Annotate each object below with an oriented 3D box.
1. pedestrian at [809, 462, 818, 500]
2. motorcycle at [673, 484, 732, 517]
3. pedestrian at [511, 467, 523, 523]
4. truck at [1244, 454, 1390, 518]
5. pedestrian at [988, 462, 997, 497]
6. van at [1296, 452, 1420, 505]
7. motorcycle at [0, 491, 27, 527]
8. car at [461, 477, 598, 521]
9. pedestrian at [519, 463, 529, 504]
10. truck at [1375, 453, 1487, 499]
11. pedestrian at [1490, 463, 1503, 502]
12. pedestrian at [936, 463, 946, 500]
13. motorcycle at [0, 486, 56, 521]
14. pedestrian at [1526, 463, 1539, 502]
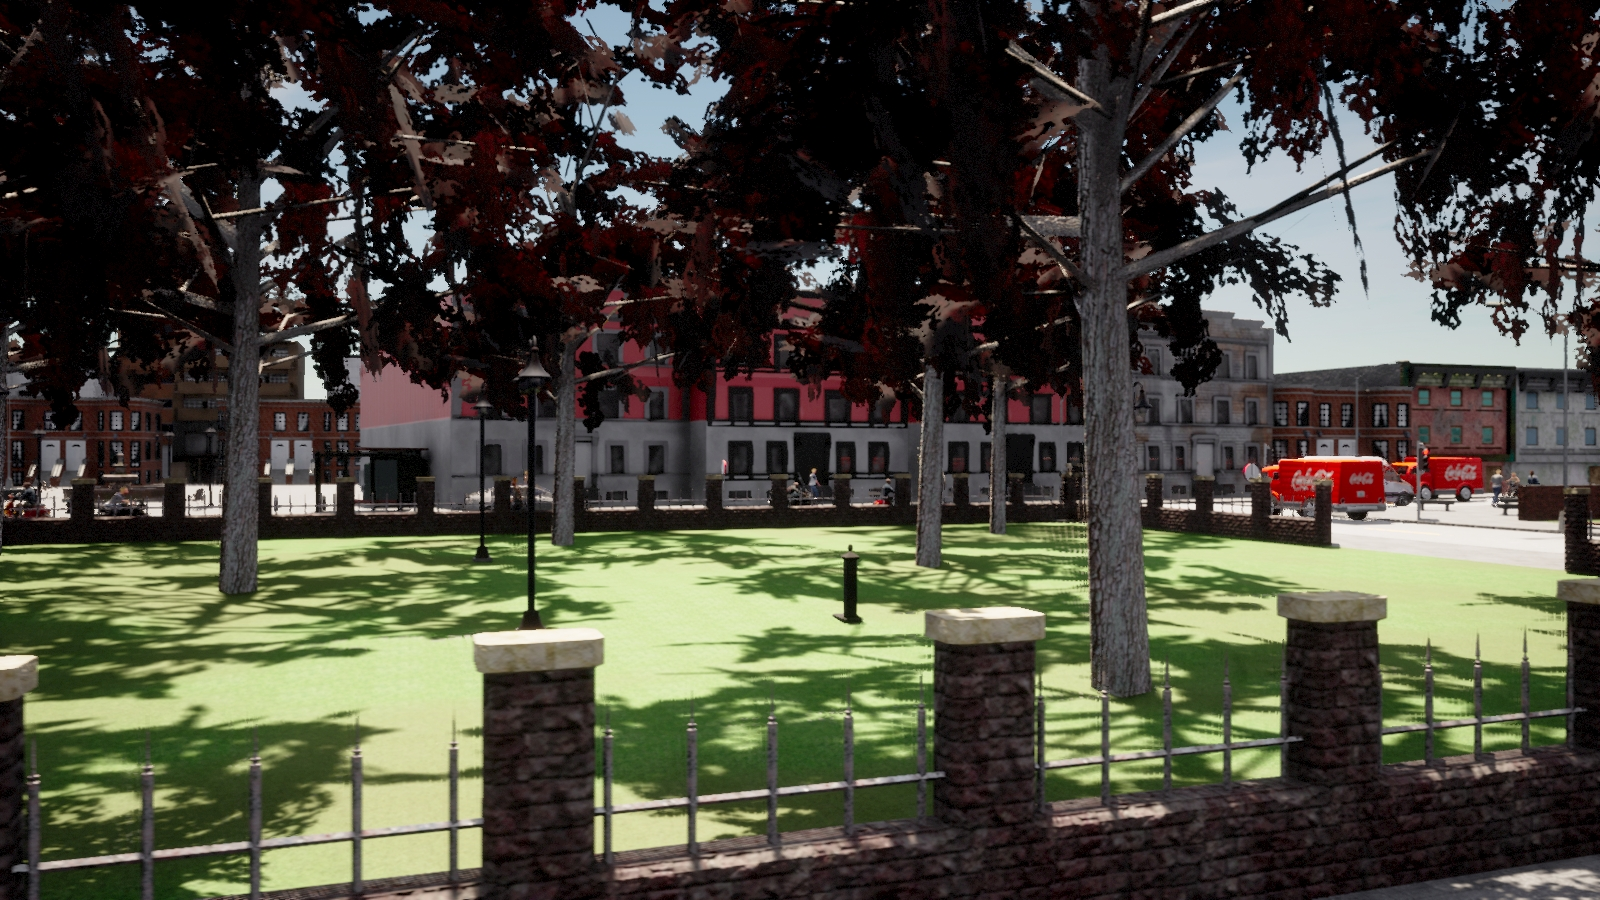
[{"bbox_3d":[0.675,1.548,57.036,0.375,1.860,0.375,0,0,-19],"label":"pedestrian"},{"bbox_3d":[-3.901,2.000,45.681,2.209,1.251,0.867,0,0,-22],"label":"motorcycle"},{"bbox_3d":[-9.641,1.529,38.936,0.375,1.860,0.375,0,0,-19],"label":"pedestrian"},{"bbox_3d":[21.051,1.390,46.833,2.627,2.467,5.204,0,0,-18],"label":"truck"},{"bbox_3d":[10.202,1.561,60.572,0.375,1.860,0.375,0,0,-16],"label":"pedestrian"},{"bbox_3d":[28.002,1.371,57.324,5.915,2.561,1.988,0,0,-19],"label":"van"},{"bbox_3d":[-27.047,1.979,38.051,2.033,1.145,0.803,-1,0,-19],"label":"motorcycle"},{"bbox_3d":[-10.372,1.834,43.740,4.902,1.511,2.128,0,0,-19],"label":"car"},{"bbox_3d":[-12.607,1.532,52.251,0.375,1.860,0.375,0,0,-26],"label":"pedestrian"},{"bbox_3d":[35.001,1.416,63.456,5.204,2.467,2.627,0,0,-19],"label":"truck"},{"bbox_3d":[33.548,1.577,55.027,0.375,1.860,0.375,0,0,-25],"label":"pedestrian"},{"bbox_3d":[6.993,1.555,56.548,0.375,1.860,0.375,0,0,-17],"label":"pedestrian"},{"bbox_3d":[-28.366,1.947,41.761,1.805,1.236,0.856,0,0,-19],"label":"motorcycle"},{"bbox_3d":[35.426,1.582,55.243,0.375,1.860,0.375,0,0,-28],"label":"pedestrian"}]
